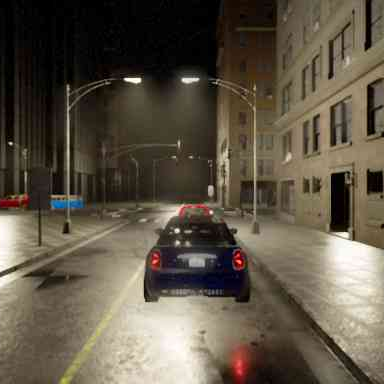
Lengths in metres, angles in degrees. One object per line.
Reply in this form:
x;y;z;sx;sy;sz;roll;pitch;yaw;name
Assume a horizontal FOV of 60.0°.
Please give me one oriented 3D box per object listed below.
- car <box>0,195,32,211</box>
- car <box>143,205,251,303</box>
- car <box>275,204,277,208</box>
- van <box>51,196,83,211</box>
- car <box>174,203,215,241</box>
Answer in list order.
-20.331;1.272;38.366;5.009;1.841;2.192;0;0;-1;car
0.106;1.332;8.325;2.097;1.767;4.553;0;0;0;car
12.153;1.439;38.831;4.829;1.417;1.752;0;0;-1;car
-14.691;1.299;38.447;3.998;1.788;1.690;0;0;-1;van
0.114;1.438;17.614;1.882;1.535;5.008;0;0;0;car
